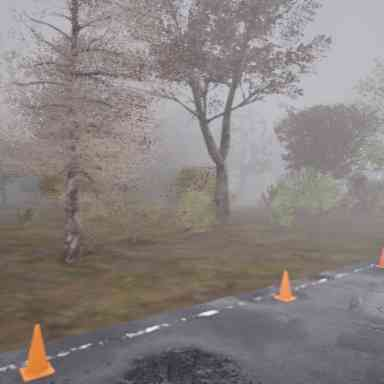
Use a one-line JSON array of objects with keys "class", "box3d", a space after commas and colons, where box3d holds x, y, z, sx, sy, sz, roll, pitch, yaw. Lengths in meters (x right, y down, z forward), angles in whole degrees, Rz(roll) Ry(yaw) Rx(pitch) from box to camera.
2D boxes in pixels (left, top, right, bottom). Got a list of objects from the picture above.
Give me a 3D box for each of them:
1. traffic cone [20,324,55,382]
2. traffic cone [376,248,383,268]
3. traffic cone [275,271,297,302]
[{"class": "traffic cone", "box3d": [-1.942, 1.969, 4.187, 0.340, 0.580, 0.340, 0, 0, -36]}, {"class": "traffic cone", "box3d": [5.887, 2.003, 10.180, 0.340, 0.580, 0.340, 0, 0, -39]}, {"class": "traffic cone", "box3d": [2.011, 1.986, 7.133, 0.340, 0.580, 0.340, 0, 0, -37]}]
